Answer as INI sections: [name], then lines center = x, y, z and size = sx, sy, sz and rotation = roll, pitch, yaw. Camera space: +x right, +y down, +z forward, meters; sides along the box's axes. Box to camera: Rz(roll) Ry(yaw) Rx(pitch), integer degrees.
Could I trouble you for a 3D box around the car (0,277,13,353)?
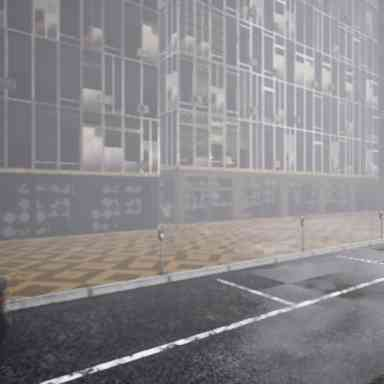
[car]
center = -4.312, 1.563, 3.487
size = 4.313, 1.339, 1.947
rotation = 0, 0, -35
